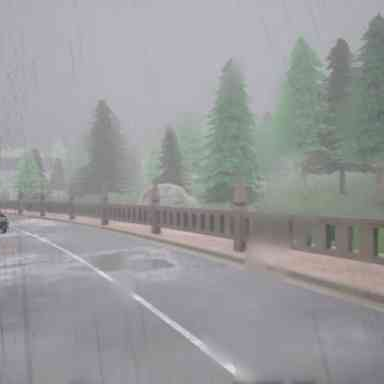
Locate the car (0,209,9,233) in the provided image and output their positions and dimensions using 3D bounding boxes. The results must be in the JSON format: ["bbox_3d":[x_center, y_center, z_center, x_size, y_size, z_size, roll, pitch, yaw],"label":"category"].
[{"bbox_3d":[-12.080,1.618,19.385,2.128,1.511,4.902,-1,0,-39],"label":"car"}]
